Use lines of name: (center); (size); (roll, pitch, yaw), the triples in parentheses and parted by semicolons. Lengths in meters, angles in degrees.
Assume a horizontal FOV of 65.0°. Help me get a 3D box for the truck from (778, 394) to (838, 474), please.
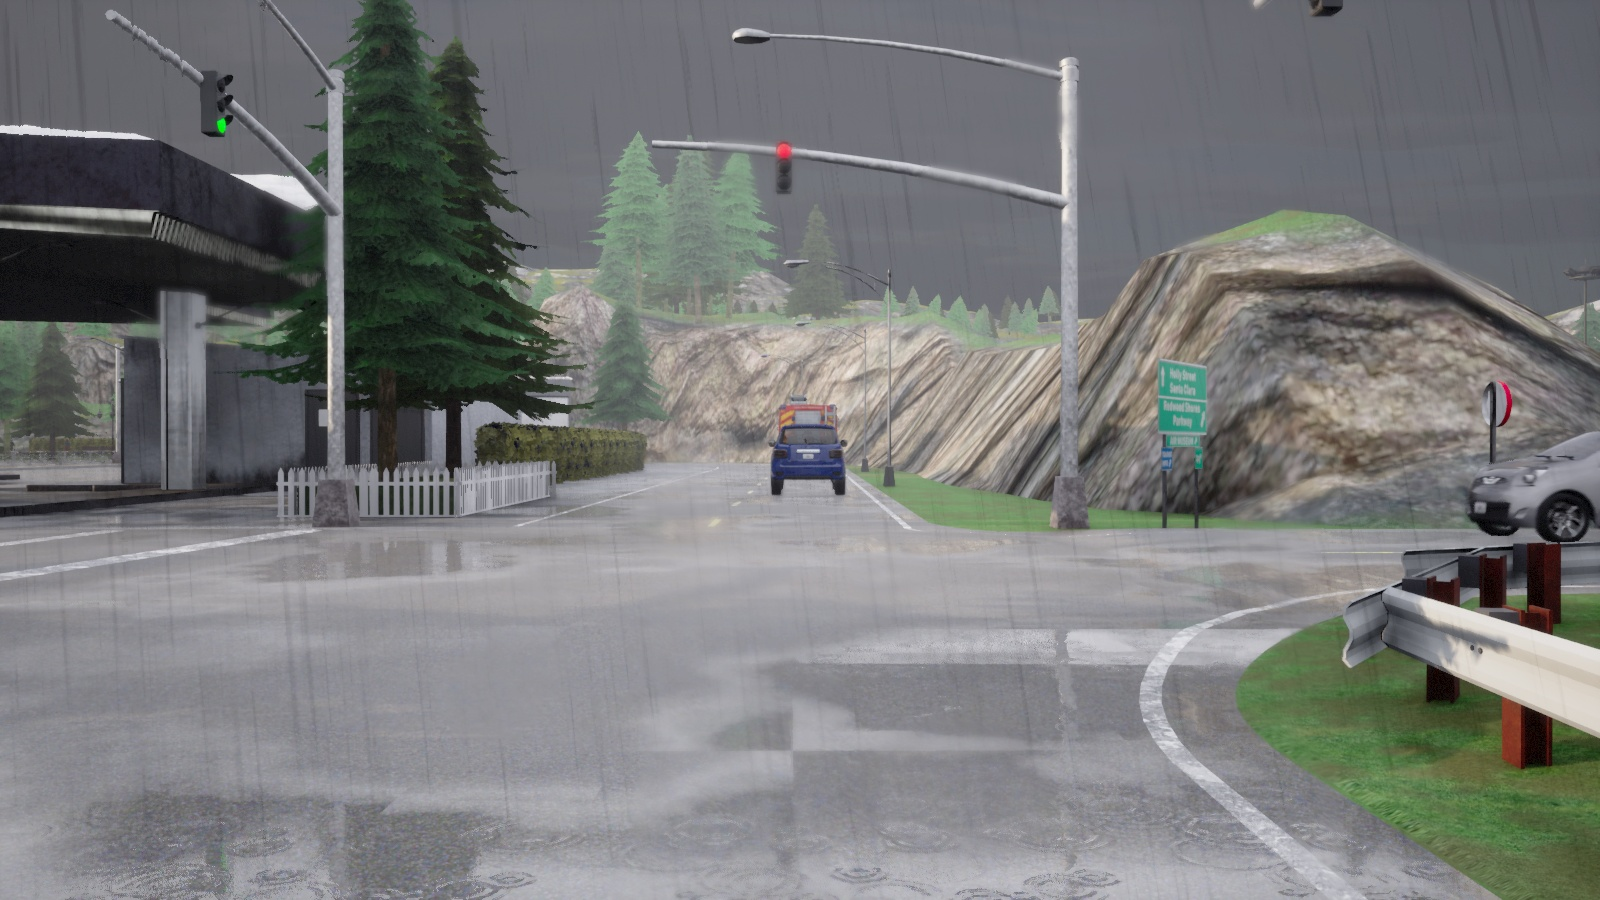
truck: (0.403, -0.783, 64.686); (2.891, 3.827, 8.468); (0, 0, 0)

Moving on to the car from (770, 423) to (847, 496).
car: (0.244, 0.251, 37.959); (2.150, 2.045, 5.566); (0, 0, 0)

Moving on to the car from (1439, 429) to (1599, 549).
car: (10.735, 0.484, 16.584); (3.633, 1.501, 1.845); (0, 0, 0)
